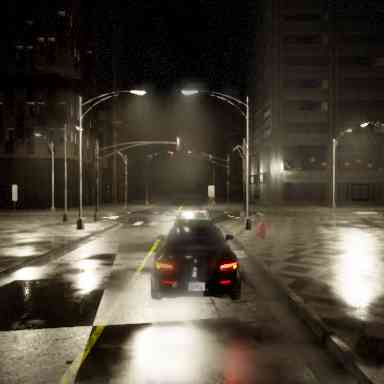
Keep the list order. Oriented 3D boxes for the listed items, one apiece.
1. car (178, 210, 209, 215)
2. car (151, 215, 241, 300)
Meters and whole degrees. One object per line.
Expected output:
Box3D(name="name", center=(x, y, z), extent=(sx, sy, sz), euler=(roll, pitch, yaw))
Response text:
Box3D(name="car", center=(0.071, 1.592, 17.260), extent=(1.895, 1.301, 4.718), euler=(0, 0, 0))
Box3D(name="car", center=(0.083, 1.522, 8.236), extent=(1.812, 1.442, 4.674), euler=(0, 0, 0))
